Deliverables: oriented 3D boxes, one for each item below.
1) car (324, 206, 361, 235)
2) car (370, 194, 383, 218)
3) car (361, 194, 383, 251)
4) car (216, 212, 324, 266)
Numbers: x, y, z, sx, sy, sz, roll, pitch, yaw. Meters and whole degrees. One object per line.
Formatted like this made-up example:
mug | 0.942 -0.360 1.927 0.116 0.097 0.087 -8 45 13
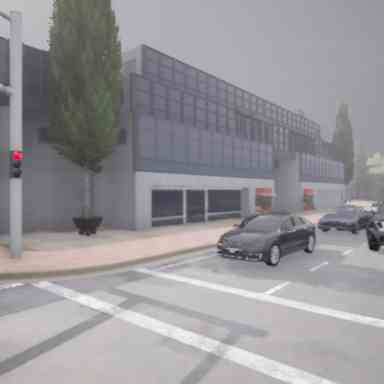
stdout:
car | 8.972 1.526 19.181 2.033 1.411 5.357 0 0 40
car | 17.814 1.191 29.896 2.150 2.045 5.566 0 0 40
car | 8.730 1.207 13.386 2.150 2.045 5.566 0 0 39
car | 2.754 1.492 11.676 1.837 1.490 4.892 0 0 40
